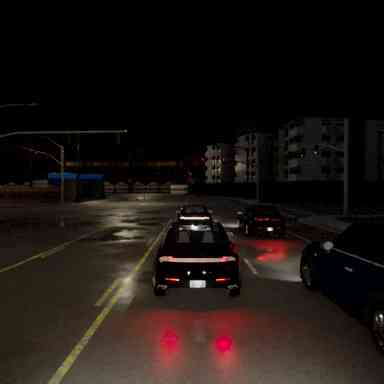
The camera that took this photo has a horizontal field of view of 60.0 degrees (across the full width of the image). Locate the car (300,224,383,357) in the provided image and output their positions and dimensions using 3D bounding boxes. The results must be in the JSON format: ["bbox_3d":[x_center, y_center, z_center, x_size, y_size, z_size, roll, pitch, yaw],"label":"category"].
[{"bbox_3d":[3.607,1.350,6.070,2.097,1.767,4.553,0,0,0],"label":"car"}]

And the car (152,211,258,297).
[{"bbox_3d":[0.110,1.486,8.590,2.128,1.511,4.902,0,0,0],"label":"car"}]

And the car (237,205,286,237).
[{"bbox_3d":[3.623,1.465,17.876,1.837,1.490,4.892,0,0,0],"label":"car"}]

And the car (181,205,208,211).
[{"bbox_3d":[0.125,1.447,18.262,2.128,1.511,4.902,0,0,0],"label":"car"}]
